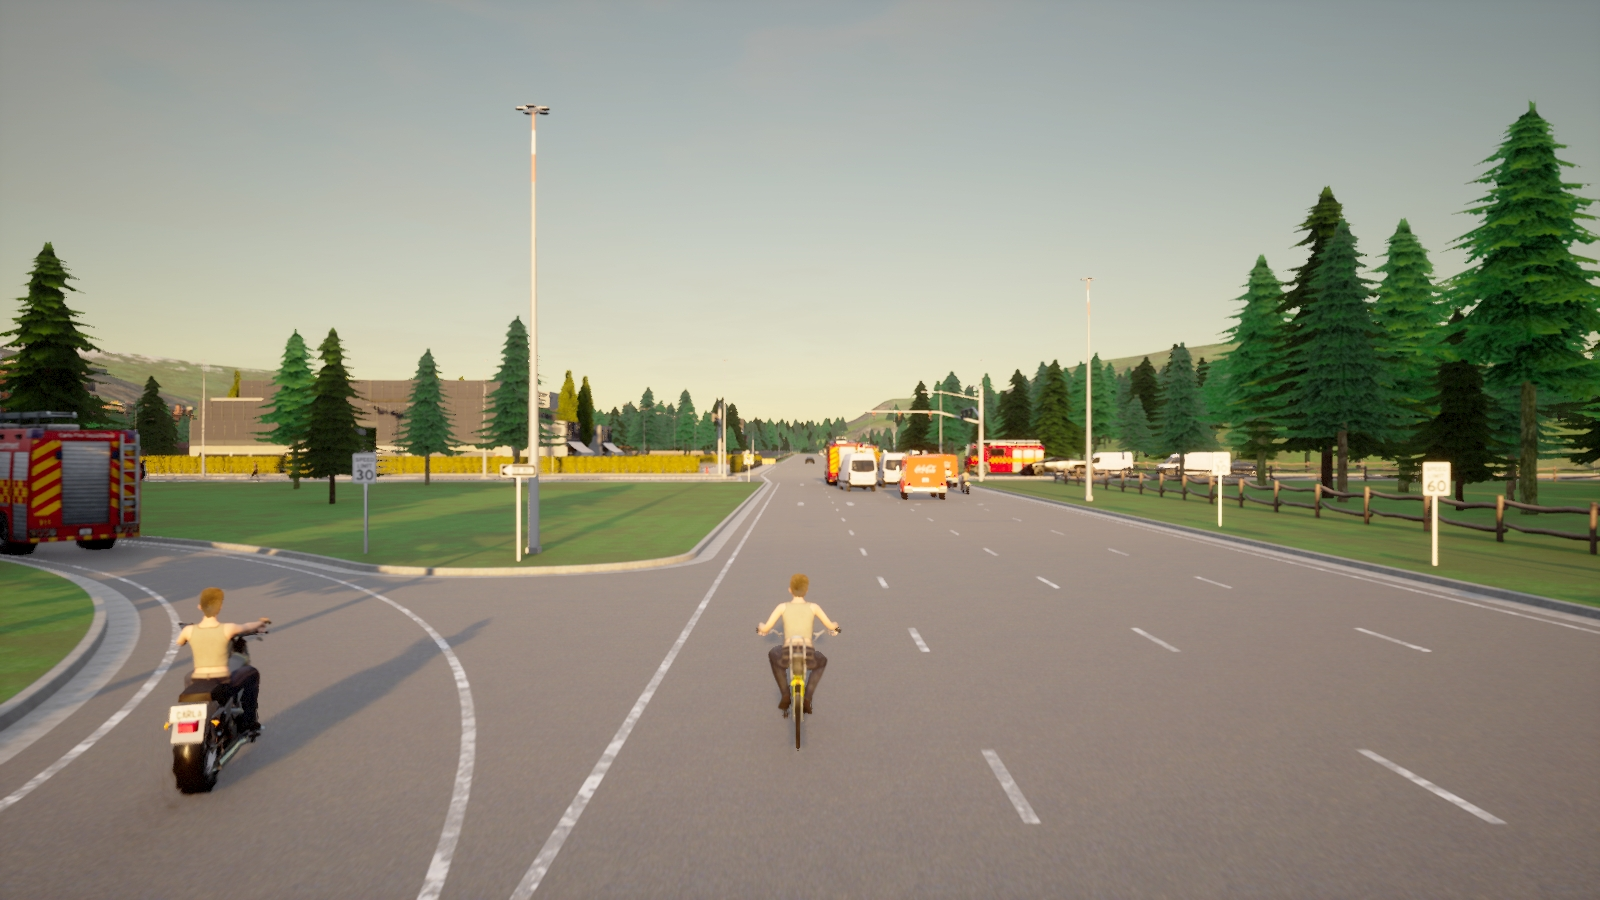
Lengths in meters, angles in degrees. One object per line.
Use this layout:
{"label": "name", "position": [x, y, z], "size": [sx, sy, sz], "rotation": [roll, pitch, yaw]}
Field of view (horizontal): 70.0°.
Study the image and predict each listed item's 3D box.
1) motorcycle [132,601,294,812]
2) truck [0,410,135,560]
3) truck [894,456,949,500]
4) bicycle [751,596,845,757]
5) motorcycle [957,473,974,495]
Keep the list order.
{"label": "motorcycle", "position": [-5.113, 2.155, 10.117], "size": [0.764, 1.307, 2.356], "rotation": [-1, 0, -15]}
{"label": "truck", "position": [-22.746, 0.893, 32.744], "size": [8.468, 3.827, 2.891], "rotation": [0, 0, 33]}
{"label": "truck", "position": [6.997, 1.569, 66.211], "size": [2.627, 2.467, 5.204], "rotation": [0, 0, 0]}
{"label": "bicycle", "position": [-0.015, 2.159, 11.164], "size": [0.859, 1.276, 1.487], "rotation": [0, 0, 0]}
{"label": "motorcycle", "position": [10.500, 2.160, 72.613], "size": [0.764, 1.307, 2.356], "rotation": [0, 0, 0]}
